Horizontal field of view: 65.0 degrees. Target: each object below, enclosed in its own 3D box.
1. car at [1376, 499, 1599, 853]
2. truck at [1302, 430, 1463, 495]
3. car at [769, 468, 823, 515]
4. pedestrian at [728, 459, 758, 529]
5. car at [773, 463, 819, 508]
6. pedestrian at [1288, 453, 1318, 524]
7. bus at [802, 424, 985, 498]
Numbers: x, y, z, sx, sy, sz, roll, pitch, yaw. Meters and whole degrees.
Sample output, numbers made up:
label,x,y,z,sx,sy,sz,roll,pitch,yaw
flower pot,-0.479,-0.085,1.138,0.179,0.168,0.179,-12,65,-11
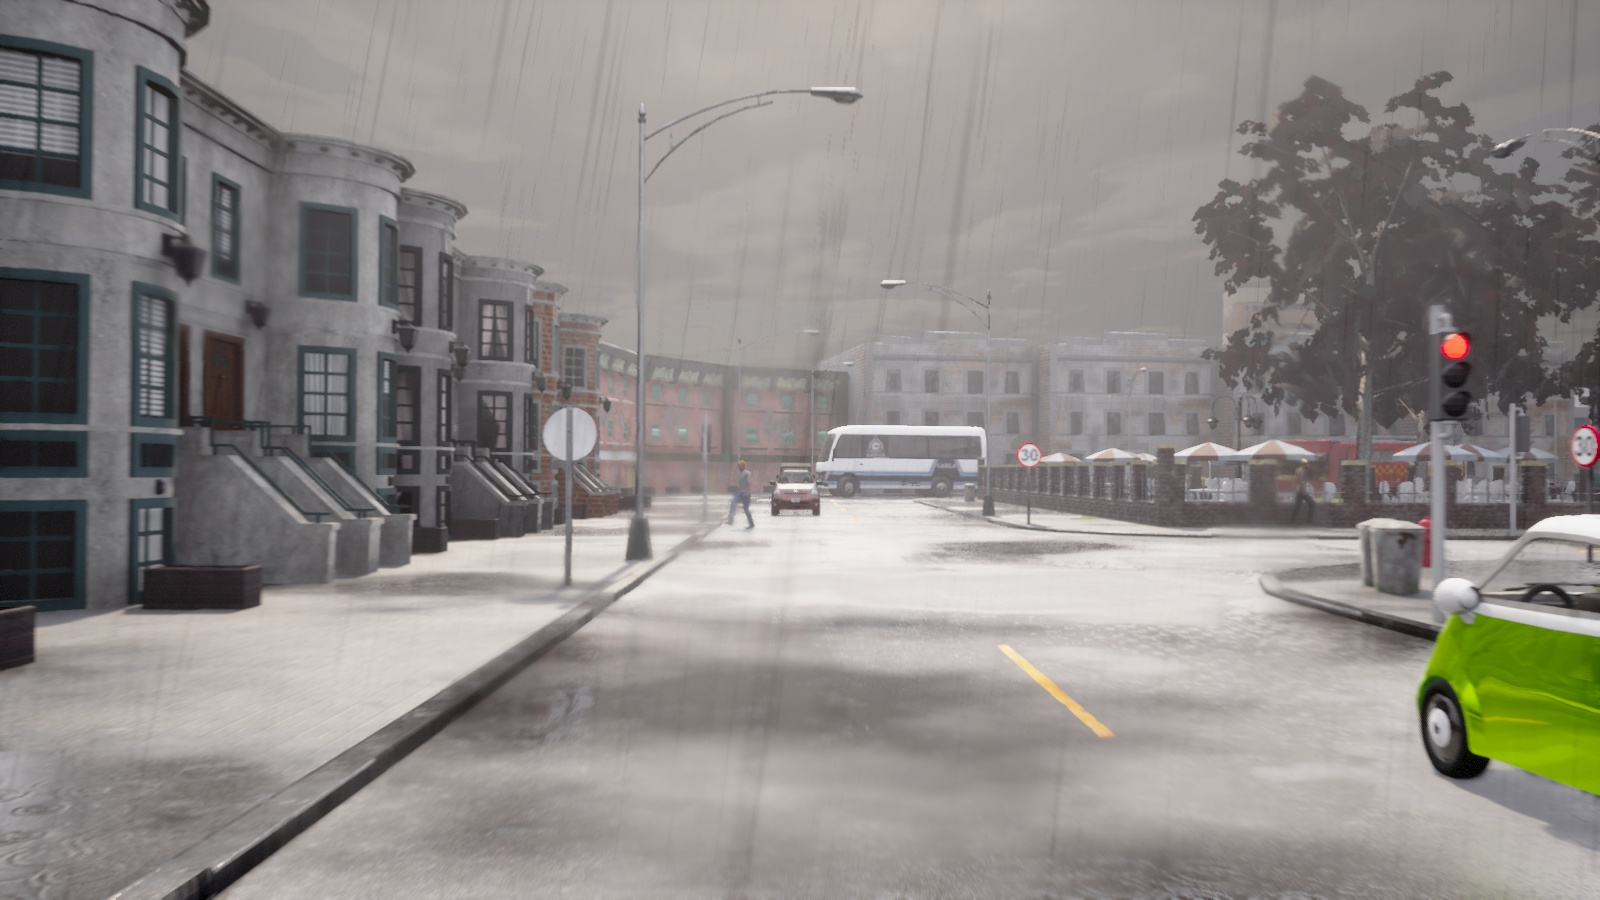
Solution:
label,x,y,z,sx,sy,sz,roll,pitch,yaw
car,3.983,0.952,5.946,1.481,1.376,2.207,0,-1,0
truck,35.505,0.781,76.748,8.468,3.827,2.891,0,-1,0
car,-0.133,1.462,45.114,1.851,1.617,3.988,0,-1,0
pedestrian,-1.492,1.148,32.996,0.706,1.836,0.354,0,-1,-33
car,-0.171,1.513,54.368,1.905,1.878,3.866,0,-1,0
pedestrian,13.170,1.017,32.914,0.634,1.846,0.331,0,-1,2
bus,5.510,0.653,74.997,10.273,4.253,3.944,0,-1,-10
